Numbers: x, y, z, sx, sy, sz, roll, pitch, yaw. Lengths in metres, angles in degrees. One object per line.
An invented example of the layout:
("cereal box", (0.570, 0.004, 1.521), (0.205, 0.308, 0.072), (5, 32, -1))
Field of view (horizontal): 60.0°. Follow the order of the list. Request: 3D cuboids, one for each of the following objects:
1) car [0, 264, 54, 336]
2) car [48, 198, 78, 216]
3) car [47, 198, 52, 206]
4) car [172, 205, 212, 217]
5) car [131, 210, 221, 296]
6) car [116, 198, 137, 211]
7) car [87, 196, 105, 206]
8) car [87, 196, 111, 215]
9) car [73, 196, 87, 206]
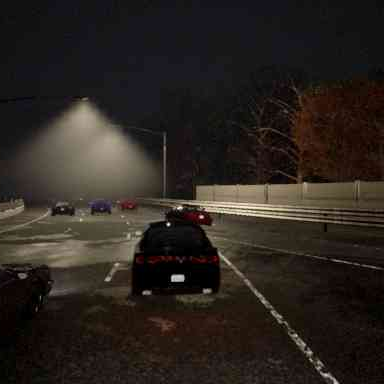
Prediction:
("car", (-3.571, 1.548, 4.242), (2.033, 1.411, 5.357), (0, 0, -4))
("car", (-12.548, 1.568, 32.517), (1.994, 1.385, 4.181), (0, 0, -18))
("car", (-21.915, 1.608, 53.171), (1.895, 1.301, 4.718), (0, 0, -30))
("car", (-0.333, 1.567, 22.881), (1.994, 1.385, 4.181), (0, 0, -28))
("car", (-0.495, 1.479, 8.768), (1.882, 1.535, 5.008), (0, 0, -5))
("car", (-7.904, 1.483, 40.202), (1.882, 1.535, 5.008), (0, 0, -21))
("car", (-16.759, 1.485, 57.945), (1.882, 1.535, 5.008), (0, 0, -30))
("car", (-9.643, 1.482, 34.816), (1.882, 1.535, 5.008), (0, 0, -19))
("car", (-18.452, 1.359, 54.061), (2.097, 1.767, 4.553), (0, 0, -29))
